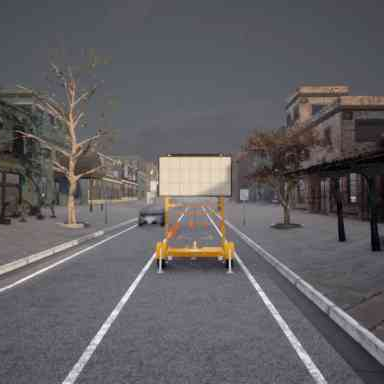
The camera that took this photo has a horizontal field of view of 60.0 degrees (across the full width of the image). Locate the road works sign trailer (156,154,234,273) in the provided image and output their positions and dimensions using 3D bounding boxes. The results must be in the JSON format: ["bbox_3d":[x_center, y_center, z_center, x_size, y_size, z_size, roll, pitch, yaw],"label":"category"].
[{"bbox_3d":[0.104,0.552,10.933,2.380,3.560,2.880,0,-1,1],"label":"road works sign trailer"}]

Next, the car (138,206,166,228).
[{"bbox_3d":[-2.857,1.792,25.090,2.128,1.511,4.902,0,-1,1],"label":"car"}]

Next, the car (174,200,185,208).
[{"bbox_3d":[-2.377,2.329,63.763,2.128,1.511,4.902,0,-1,1],"label":"car"}]
